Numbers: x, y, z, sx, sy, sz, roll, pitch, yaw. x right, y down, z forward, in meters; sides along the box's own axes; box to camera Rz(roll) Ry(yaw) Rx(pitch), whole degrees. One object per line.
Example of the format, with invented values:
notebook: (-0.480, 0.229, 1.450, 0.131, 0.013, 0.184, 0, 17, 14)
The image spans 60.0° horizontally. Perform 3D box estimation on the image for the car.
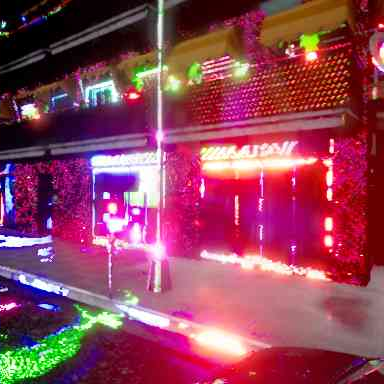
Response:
car: (1.870, 1.559, 1.539, 4.403, 1.369, 2.008, 1, 0, 36)
